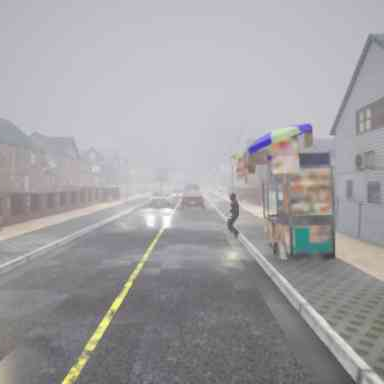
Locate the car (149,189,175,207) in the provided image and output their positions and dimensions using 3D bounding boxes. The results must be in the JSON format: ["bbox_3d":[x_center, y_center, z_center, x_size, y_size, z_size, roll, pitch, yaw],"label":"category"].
[{"bbox_3d":[-2.872,0.625,31.202,1.895,1.301,4.718,0,2,0],"label":"car"}]

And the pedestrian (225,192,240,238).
[{"bbox_3d":[1.627,0.882,12.979,0.375,1.860,0.375,2,0,0],"label":"pedestrian"}]

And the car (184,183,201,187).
[{"bbox_3d":[0.033,-0.203,45.727,2.150,2.045,5.566,0,1,0],"label":"car"}]

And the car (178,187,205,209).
[{"bbox_3d":[0.052,0.588,28.418,1.882,1.535,5.008,0,2,0],"label":"car"}]

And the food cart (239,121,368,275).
[{"bbox_3d":[2.944,0.143,10.141,2.280,3.560,4.660,-2,0,0],"label":"food cart"}]

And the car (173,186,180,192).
[{"bbox_3d":[-2.839,-0.429,64.924,1.994,1.385,4.181,0,2,1],"label":"car"}]
